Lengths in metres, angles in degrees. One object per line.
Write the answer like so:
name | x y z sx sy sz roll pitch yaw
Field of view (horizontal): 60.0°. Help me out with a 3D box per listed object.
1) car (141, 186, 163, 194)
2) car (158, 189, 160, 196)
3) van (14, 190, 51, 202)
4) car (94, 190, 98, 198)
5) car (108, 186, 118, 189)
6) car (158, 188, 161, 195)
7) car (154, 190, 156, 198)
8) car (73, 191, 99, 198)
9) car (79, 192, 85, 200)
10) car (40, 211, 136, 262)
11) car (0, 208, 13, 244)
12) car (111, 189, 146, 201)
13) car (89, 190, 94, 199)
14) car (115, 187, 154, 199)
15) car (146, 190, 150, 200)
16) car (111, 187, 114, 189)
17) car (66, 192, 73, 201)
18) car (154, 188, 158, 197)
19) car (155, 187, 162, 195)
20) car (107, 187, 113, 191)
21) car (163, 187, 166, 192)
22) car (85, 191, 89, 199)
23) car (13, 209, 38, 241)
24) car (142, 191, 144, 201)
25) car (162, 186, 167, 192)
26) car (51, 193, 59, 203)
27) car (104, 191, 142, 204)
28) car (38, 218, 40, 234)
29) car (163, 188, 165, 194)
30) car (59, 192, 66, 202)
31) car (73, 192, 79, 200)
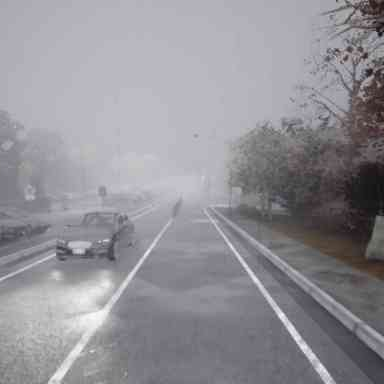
car | -9.989 0.178 81.049 4.553 1.767 2.185 0 2 0
car | -9.982 0.611 72.703 4.792 1.488 2.163 0 2 0
van | -23.124 0.694 47.624 4.442 1.987 1.878 1 0 0
car | -23.104 0.656 69.818 5.008 1.535 2.097 0 1 0
car | -23.031 -0.174 86.528 5.566 2.045 2.435 0 2 0
car | -10.022 0.527 75.490 4.792 1.488 2.163 0 2 0
car | -10.035 0.813 64.336 4.792 1.488 2.163 0 1 0
car | -23.085 0.579 72.735 4.892 1.521 2.231 0 1 0
car | -23.347 0.821 61.584 5.366 1.575 1.946 0 1 0
car | -3.297 1.480 12.207 2.128 1.511 4.902 0 0 0
car | -10.131 1.304 12.261 5.566 2.045 2.435 0 0 0
car | -10.166 0.780 53.194 4.553 1.767 2.185 0 0 0
car | -23.122 0.723 67.029 5.008 1.535 2.097 0 1 0
car | -10.128 0.612 58.765 5.566 2.045 2.435 0 1 0
car | -10.112 0.889 55.974 5.008 1.535 2.097 0 1 0
car | -23.026 0.195 83.752 5.008 1.535 2.097 0 2 0
car | -23.226 0.914 55.996 4.792 1.488 2.163 0 0 0
car | -9.997 0.532 69.913 4.553 1.767 2.185 0 1 0
car | -10.006 0.280 78.271 4.553 1.767 2.185 0 2 0
car | -22.853 0.302 80.964 5.366 1.575 1.946 0 2 0
car | -9.916 0.075 86.625 5.008 1.535 2.097 0 3 0
car | -23.116 0.810 64.238 4.792 1.488 2.163 0 1 0
car | -10.093 1.567 15.035 5.008 1.535 2.097 0 0 0
car | -10.182 0.944 50.409 4.792 1.488 2.163 0 0 0
car | -9.899 -0.052 89.412 5.008 1.535 2.097 0 3 0
car | -23.236 0.950 50.299 4.674 1.452 2.002 0 0 0
car | -10.141 0.953 47.625 4.792 1.488 2.163 0 0 0
car | -10.043 1.609 17.811 4.792 1.488 2.163 0 0 0
car | -9.942 0.234 83.840 4.674 1.452 2.002 0 3 0
car | -23.219 0.941 53.084 4.674 1.452 2.002 0 0 0
car | -23.365 0.855 58.789 5.366 1.575 1.946 0 1 0
